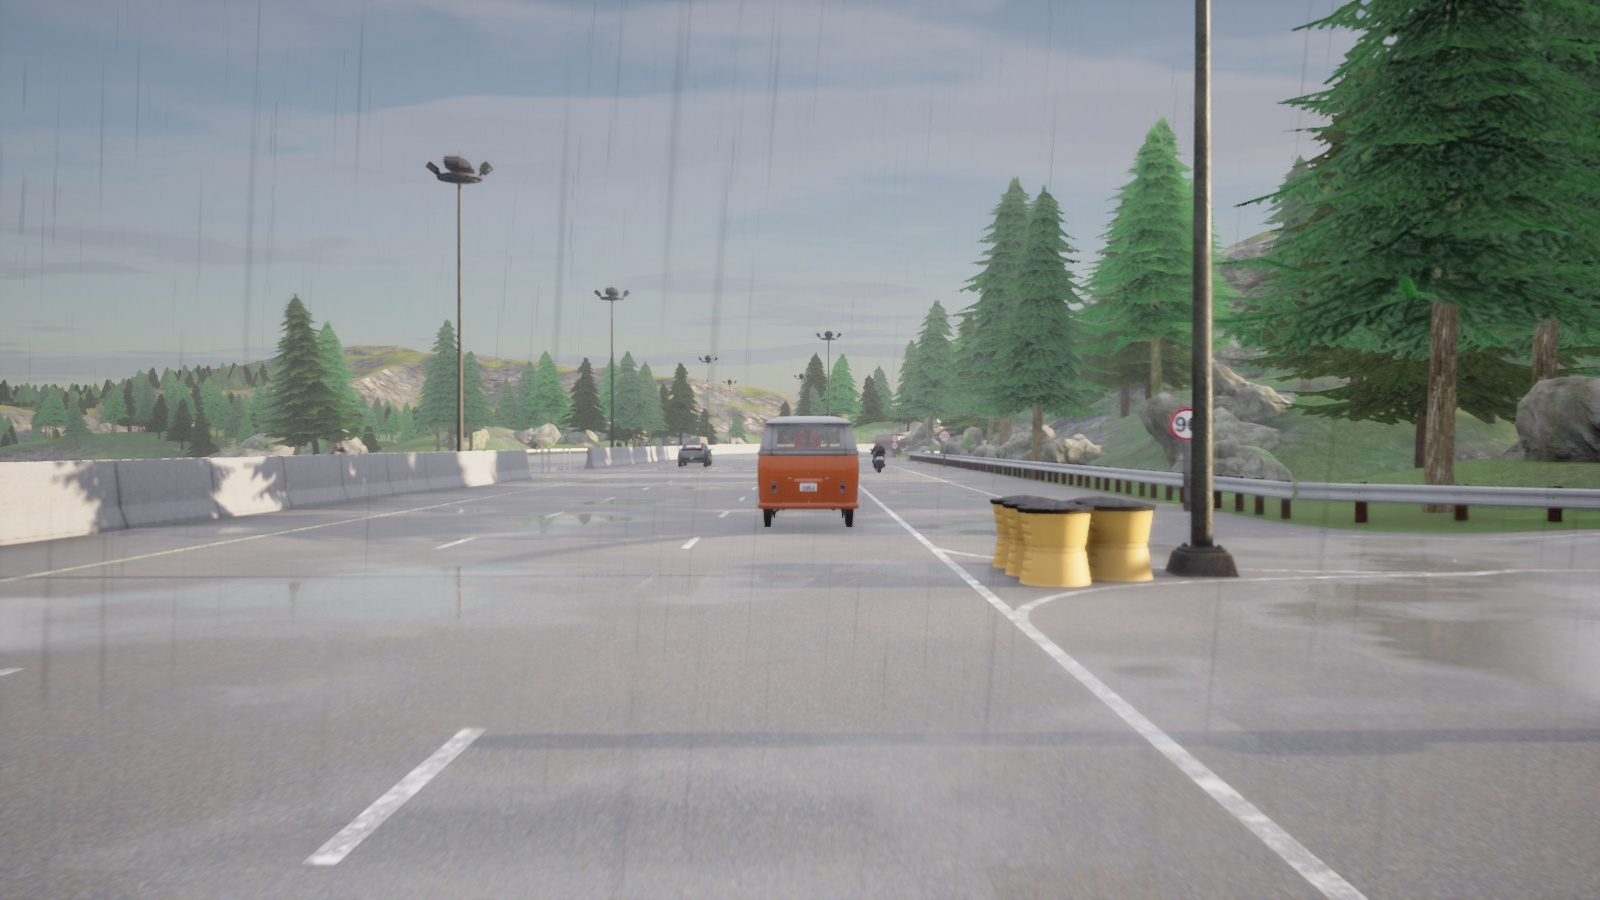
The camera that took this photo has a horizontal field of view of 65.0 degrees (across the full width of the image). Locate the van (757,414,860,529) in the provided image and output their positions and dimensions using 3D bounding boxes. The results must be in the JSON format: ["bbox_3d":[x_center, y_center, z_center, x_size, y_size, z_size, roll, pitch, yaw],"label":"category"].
[{"bbox_3d":[0.159,0.360,23.891,1.775,1.987,4.442,0,0,0],"label":"van"}]

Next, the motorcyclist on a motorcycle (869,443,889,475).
[{"bbox_3d":[3.888,0.421,62.181,0.866,1.530,2.191,0,0,0],"label":"motorcyclist on a motorcycle"}]

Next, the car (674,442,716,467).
[{"bbox_3d":[-6.513,0.239,78.371,2.128,1.511,4.902,0,0,0],"label":"car"}]
